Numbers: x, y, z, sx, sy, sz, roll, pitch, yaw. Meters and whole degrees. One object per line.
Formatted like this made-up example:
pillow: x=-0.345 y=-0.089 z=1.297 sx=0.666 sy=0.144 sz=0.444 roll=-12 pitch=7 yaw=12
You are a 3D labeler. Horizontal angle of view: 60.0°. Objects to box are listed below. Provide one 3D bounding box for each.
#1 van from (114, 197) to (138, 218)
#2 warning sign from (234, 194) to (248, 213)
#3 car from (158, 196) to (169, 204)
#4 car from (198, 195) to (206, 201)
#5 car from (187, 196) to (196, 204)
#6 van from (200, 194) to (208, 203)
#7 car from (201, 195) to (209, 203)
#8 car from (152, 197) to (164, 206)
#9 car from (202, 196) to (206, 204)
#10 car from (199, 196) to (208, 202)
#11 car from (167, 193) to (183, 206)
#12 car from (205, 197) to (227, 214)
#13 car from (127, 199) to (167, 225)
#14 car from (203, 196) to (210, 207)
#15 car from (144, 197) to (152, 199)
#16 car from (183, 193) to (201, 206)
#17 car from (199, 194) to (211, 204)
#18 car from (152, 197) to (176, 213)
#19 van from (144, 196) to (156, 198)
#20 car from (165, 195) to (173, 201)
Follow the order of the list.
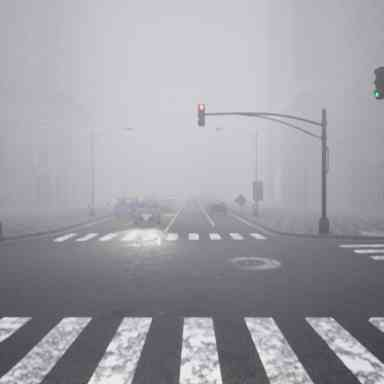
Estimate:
van: x=-5.817 y=1.365 z=30.034 sx=1.690 sy=1.788 sz=3.998 roll=0 pitch=0 yaw=0
warning sign: x=5.029 y=1.144 z=34.169 sx=1.300 sy=1.860 sz=1.060 roll=0 pitch=0 yaw=0
car: x=-5.859 y=1.625 z=68.708 sx=2.008 sy=1.369 sz=4.403 roll=0 pitch=0 yaw=0
car: x=2.651 y=1.545 z=90.806 sx=1.967 sy=1.590 sz=4.097 roll=0 pitch=0 yaw=0
car: x=-0.081 y=1.595 z=65.262 sx=1.812 sy=1.442 sz=4.674 roll=0 pitch=0 yaw=0
van: x=2.675 y=1.423 z=74.229 sx=1.690 sy=1.788 sz=3.998 roll=0 pitch=0 yaw=0
car: x=2.708 y=1.577 z=52.297 sx=1.752 sy=1.417 sz=4.829 roll=0 pitch=0 yaw=0
car: x=-5.847 y=1.641 z=57.658 sx=1.802 sy=1.307 sz=4.206 roll=0 pitch=0 yaw=0
car: x=2.716 y=1.589 z=46.602 sx=1.887 sy=1.381 sz=4.507 roll=0 pitch=0 yaw=0
car: x=2.668 y=1.640 z=79.755 sx=2.008 sy=1.369 sz=4.403 roll=0 pitch=0 yaw=0
car: x=-3.086 y=1.284 z=57.254 sx=2.150 sy=2.045 sz=5.566 roll=0 pitch=-1 yaw=0
car: x=2.733 y=1.575 z=35.551 sx=1.887 sy=1.381 sz=4.507 roll=0 pitch=0 yaw=0
car: x=-3.177 y=1.510 z=24.568 sx=2.128 sy=1.511 sz=4.902 roll=0 pitch=0 yaw=-3
car: x=2.724 y=1.581 z=41.076 sx=1.887 sy=1.381 sz=4.507 roll=0 pitch=0 yaw=0
car: x=-5.822 y=1.575 z=35.559 sx=1.887 sy=1.381 sz=4.507 roll=0 pitch=0 yaw=0
car: x=-0.010 y=1.408 z=55.584 sx=2.097 sy=1.767 sz=4.553 roll=0 pitch=0 yaw=0
car: x=2.683 y=1.389 z=68.704 sx=2.192 sy=1.841 sz=5.009 roll=0 pitch=0 yaw=0
car: x=-3.133 y=1.557 z=36.966 sx=1.812 sy=1.442 sz=4.674 roll=0 pitch=0 yaw=0
van: x=-5.835 y=1.385 z=46.608 sx=1.690 sy=1.788 sz=3.998 roll=0 pitch=0 yaw=0
car: x=-5.877 y=1.622 z=85.113 sx=1.752 sy=1.417 sz=4.829 roll=0 pitch=0 yaw=0
